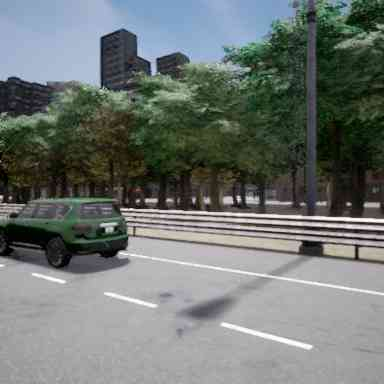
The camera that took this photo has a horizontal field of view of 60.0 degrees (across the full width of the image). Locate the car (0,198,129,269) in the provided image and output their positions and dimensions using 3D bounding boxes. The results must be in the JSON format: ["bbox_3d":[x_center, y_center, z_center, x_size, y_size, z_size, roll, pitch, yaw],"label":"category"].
[{"bbox_3d":[-4.640,1.223,11.480,5.566,2.045,2.150,0,0,36],"label":"car"}]
